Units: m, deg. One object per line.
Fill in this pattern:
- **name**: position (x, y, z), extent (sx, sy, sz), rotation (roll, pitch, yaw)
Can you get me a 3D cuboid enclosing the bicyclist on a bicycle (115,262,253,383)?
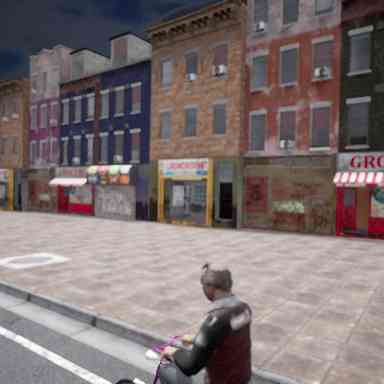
- **bicyclist on a bicycle**: position (0.001, 1.360, 2.339), extent (1.843, 1.776, 0.659), rotation (1, 1, 36)
